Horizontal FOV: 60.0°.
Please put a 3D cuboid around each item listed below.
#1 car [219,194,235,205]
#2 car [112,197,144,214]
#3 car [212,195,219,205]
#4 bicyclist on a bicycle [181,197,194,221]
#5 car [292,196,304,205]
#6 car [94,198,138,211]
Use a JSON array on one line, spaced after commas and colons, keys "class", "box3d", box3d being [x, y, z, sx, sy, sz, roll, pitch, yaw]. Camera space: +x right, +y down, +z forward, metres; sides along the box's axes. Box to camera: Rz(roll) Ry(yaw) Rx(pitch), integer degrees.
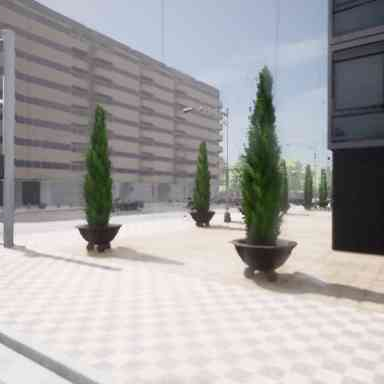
[{"class": "car", "box3d": [6.719, 1.141, 51.780, 2.097, 1.767, 4.553, 0, 0, 36]}, {"class": "car", "box3d": [-6.955, 1.268, 33.124, 1.882, 1.535, 5.008, 0, 0, 36]}, {"class": "car", "box3d": [4.403, 1.296, 54.533, 1.812, 1.442, 4.674, 0, 0, 36]}, {"class": "bicyclist on a bicycle", "box3d": [-0.059, 1.165, 22.230, 1.656, 1.620, 0.582, 0, 0, 36]}, {"class": "car", "box3d": [16.466, 1.338, 53.249, 1.837, 1.490, 4.892, 0, 0, 36]}, {"class": "car", "box3d": [-8.381, 1.369, 37.118, 1.895, 1.301, 4.718, 0, 0, 36]}]
